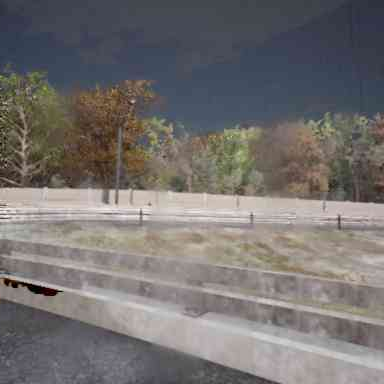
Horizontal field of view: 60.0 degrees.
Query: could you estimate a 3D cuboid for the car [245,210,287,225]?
[{"bbox_3d":[7.998,2.757,36.052,4.902,1.511,2.128,4,-2,-20],"label":"car"}]
